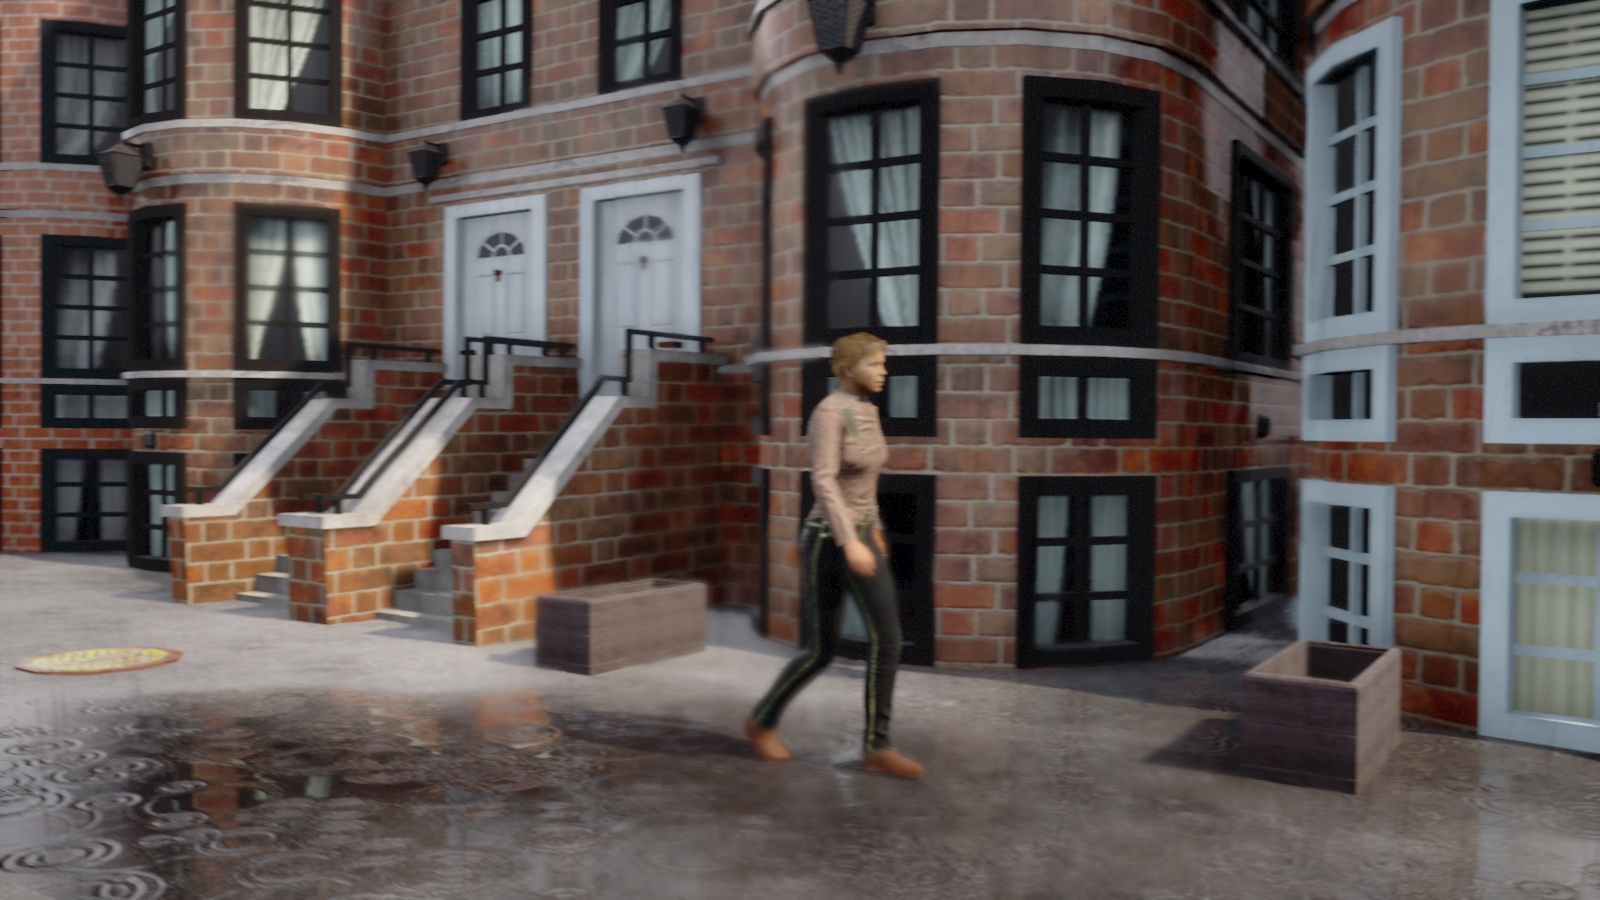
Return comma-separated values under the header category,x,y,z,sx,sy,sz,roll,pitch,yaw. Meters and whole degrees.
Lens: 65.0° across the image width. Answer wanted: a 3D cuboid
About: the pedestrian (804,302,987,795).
category,x,y,z,sx,sy,sz,roll,pitch,yaw
pedestrian,0.381,0.369,5.015,0.634,1.846,0.331,0,1,33
